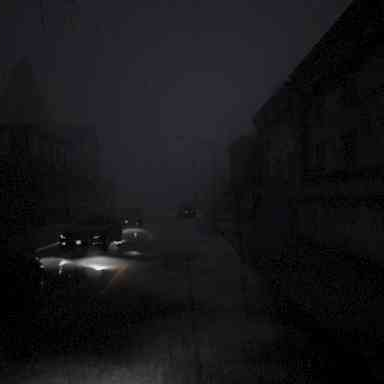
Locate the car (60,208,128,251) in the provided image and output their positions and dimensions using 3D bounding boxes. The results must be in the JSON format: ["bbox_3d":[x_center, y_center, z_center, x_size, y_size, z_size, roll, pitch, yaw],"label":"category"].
[{"bbox_3d":[-4.371,1.699,15.080,1.837,1.490,4.892,0,-1,-1],"label":"car"}]

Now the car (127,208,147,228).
[{"bbox_3d":[-4.549,1.878,24.978,1.994,1.385,4.181,0,-1,-1],"label":"car"}]

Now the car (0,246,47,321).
[{"bbox_3d":[-4.185,1.644,5.671,1.994,1.385,4.181,0,-1,-1],"label":"car"}]

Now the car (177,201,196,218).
[{"bbox_3d":[-0.566,1.986,34.781,1.994,1.385,4.181,0,-1,0],"label":"car"}]
